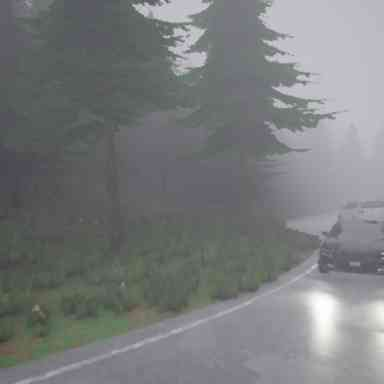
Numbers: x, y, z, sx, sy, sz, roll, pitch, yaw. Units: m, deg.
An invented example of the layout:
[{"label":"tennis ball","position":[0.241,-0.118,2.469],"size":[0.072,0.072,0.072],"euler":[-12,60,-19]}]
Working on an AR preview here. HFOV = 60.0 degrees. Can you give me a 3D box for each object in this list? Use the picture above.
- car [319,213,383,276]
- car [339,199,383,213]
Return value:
[{"label":"car","position":[5.422,1.637,10.809],"size":[1.882,1.535,5.008],"euler":[-2,-2,29]},{"label":"car","position":[13.079,1.614,25.654],"size":[2.150,2.045,5.566],"euler":[-3,-2,7]}]
